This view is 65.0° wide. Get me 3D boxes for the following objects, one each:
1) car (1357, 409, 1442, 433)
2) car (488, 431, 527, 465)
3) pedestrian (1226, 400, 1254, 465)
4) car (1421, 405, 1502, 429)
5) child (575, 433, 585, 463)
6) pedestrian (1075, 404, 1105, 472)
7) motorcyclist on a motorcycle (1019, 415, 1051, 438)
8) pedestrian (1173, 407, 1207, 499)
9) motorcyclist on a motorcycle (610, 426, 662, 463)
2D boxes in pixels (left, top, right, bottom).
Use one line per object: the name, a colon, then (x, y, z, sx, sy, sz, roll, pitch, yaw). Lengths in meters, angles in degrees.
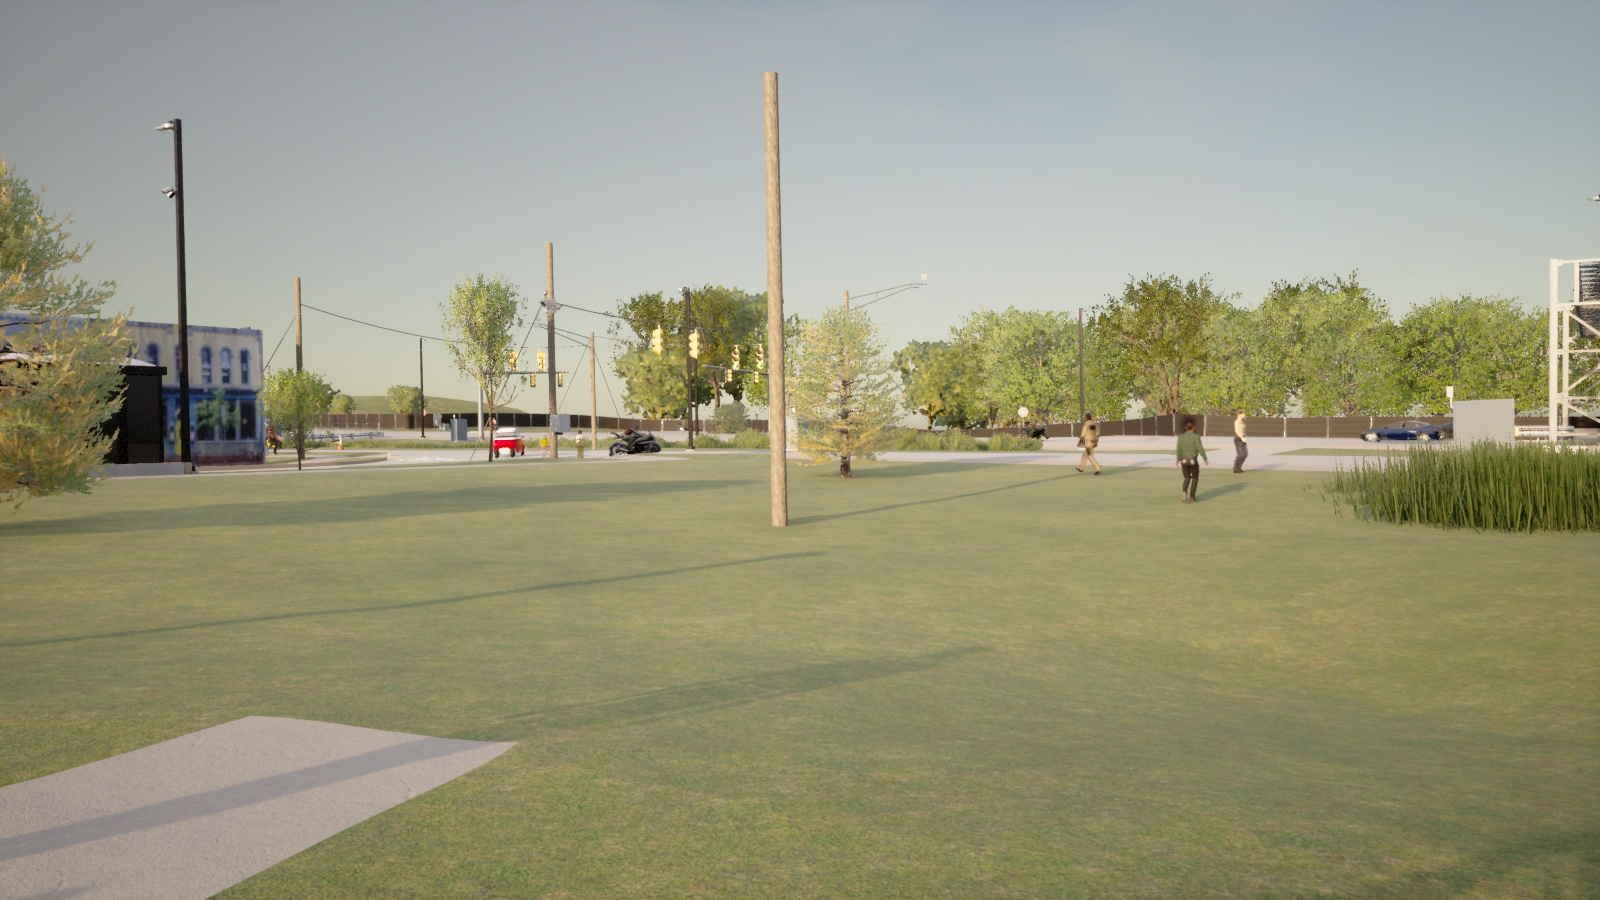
car: (39.181, -1.887, 82.117, 4.792, 1.488, 2.163, 0, 2, 32)
car: (-13.988, -0.121, 60.132, 1.481, 1.376, 2.207, -4, 4, -6)
pedestrian: (12.532, -0.490, 35.764, 0.594, 1.836, 0.345, -2, 1, 45)
car: (46.260, -2.289, 87.928, 4.856, 1.649, 2.033, 0, 1, 23)
child: (-9.344, -0.097, 53.359, 0.270, 1.263, 0.437, -2, 1, 10)
pedestrian: (8.402, -0.338, 36.438, 0.396, 1.930, 0.692, -3, 1, -36)
motorcyclist on a motorcycle: (16.477, -1.645, 88.170, 2.044, 1.523, 0.797, 0, 2, 32)
pedestrian: (8.404, 0.051, 27.030, 0.423, 1.949, 0.788, -2, 1, 34)
motorcyclist on a motorcycle: (-7.237, -0.263, 55.411, 2.191, 1.530, 0.866, -2, 3, -8)
